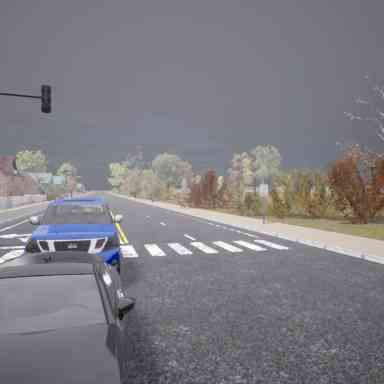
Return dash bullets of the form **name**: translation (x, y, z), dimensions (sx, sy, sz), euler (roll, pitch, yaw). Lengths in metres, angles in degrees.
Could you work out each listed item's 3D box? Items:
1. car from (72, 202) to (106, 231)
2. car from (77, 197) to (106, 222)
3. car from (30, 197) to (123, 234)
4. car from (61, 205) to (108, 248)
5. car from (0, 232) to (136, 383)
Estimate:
- **car**: translation (-6.650, 1.468, 21.737), dimensions (1.882, 1.535, 5.008), euler (0, 0, -16)
- **car**: translation (-8.239, 1.338, 27.462), dimensions (2.097, 1.767, 4.553), euler (0, 0, -16)
- **car**: translation (-3.363, 1.218, 9.936), dimensions (2.150, 2.045, 5.566), euler (0, 0, -16)
- **car**: translation (-5.052, 1.499, 15.999), dimensions (1.837, 1.490, 4.892), euler (0, 0, -16)
- **car**: translation (-1.693, 1.524, 3.855), dimensions (1.812, 1.442, 4.674), euler (0, 0, -13)
